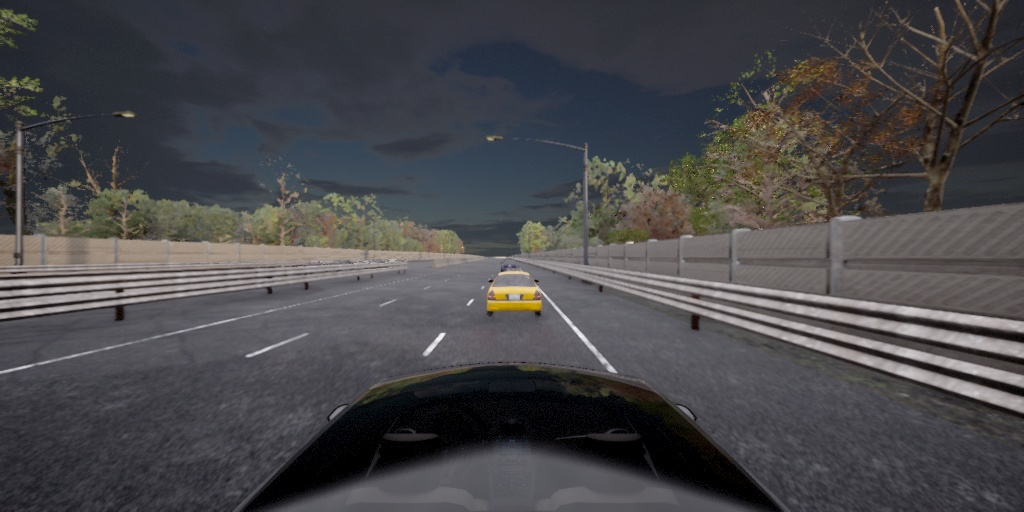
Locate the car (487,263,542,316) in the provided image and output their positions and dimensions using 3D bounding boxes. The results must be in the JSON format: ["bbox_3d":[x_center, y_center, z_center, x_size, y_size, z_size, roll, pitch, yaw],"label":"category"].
[{"bbox_3d":[0.063,1.209,13.298,1.801,1.575,5.366,0,0,0],"label":"car"}]

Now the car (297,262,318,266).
[{"bbox_3d":[-24.971,1.363,44.787,1.895,1.301,4.718,0,0,-1],"label":"car"}]

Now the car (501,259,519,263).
[{"bbox_3d":[-0.266,1.114,42.336,2.097,1.767,4.553,0,0,-1],"label":"car"}]

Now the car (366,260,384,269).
[{"bbox_3d":[-18.013,1.256,47.413,2.128,1.511,4.902,0,0,-1],"label":"car"}]

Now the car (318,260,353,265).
[{"bbox_3d":[-21.474,1.254,44.626,2.128,1.511,4.902,0,0,-1],"label":"car"}]
